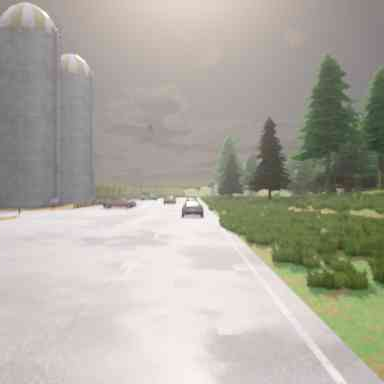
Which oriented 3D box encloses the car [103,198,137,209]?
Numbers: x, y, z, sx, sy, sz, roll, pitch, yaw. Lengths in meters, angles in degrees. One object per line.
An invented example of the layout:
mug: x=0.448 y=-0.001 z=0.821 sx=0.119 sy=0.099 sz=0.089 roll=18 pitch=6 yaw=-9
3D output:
car: x=-9.094 y=1.386 z=42.020 sx=4.181 sy=1.381 sz=1.994 roll=0 pitch=0 yaw=-1

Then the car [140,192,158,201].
car: x=-9.609 y=1.189 z=75.028 sx=3.988 sy=1.617 sz=1.851 roll=0 pitch=0 yaw=-1

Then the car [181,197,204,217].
car: x=0.052 y=1.445 z=29.992 sx=1.994 sy=1.385 sz=4.181 roll=0 pitch=0 yaw=0

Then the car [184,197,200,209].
car: x=0.025 y=1.375 z=43.556 sx=2.033 sy=1.411 sz=5.357 roll=0 pitch=0 yaw=0

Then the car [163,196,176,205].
car: x=-3.555 y=1.352 z=53.976 sx=1.994 sy=1.385 sz=4.181 roll=0 pitch=0 yaw=0

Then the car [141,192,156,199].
car: x=-11.979 y=0.997 z=91.871 sx=3.866 sy=1.878 sz=1.905 roll=0 pitch=0 yaw=-31
